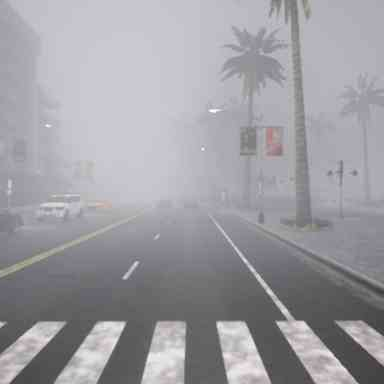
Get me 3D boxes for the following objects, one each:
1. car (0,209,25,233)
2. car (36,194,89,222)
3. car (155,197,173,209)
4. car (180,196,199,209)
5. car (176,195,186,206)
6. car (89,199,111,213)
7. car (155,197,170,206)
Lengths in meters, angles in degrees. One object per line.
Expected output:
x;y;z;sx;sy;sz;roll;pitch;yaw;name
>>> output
-10.544;1.551;16.802;2.033;1.411;5.357;0;0;1;car
-10.518;1.226;27.050;2.150;2.045;5.566;0;0;0;car
-3.672;1.572;46.082;1.994;1.385;4.181;0;0;-4;car
-0.165;1.572;44.924;1.994;1.385;4.181;0;0;-4;car
-1.345;1.361;55.351;2.097;1.767;4.553;0;0;-12;car
-10.509;1.484;37.502;1.882;1.535;5.008;0;0;0;car
-4.994;1.574;55.894;1.994;1.385;4.181;0;0;-12;car
